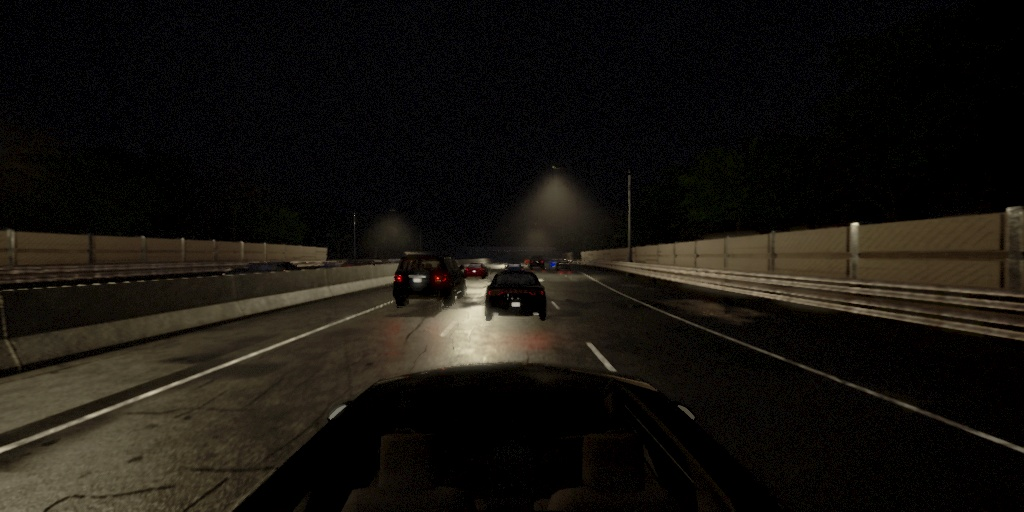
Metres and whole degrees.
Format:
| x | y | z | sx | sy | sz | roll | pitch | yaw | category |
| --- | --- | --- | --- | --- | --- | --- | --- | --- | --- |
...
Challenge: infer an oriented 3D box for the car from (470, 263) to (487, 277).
| x | y | z | sx | sy | sz | roll | pitch | yaw | category |
| --- | --- | --- | --- | --- | --- | --- | --- | --- | --- |
| -3.297 | 1.317 | 33.444 | 1.994 | 1.385 | 4.181 | 0 | 0 | 0 | car |

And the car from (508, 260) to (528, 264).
| x | y | z | sx | sy | sz | roll | pitch | yaw | category |
| --- | --- | --- | --- | --- | --- | --- | --- | --- | --- |
| 0.204 | 1.317 | 33.618 | 1.994 | 1.385 | 4.181 | 0 | 0 | 0 | car |

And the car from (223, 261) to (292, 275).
| x | y | z | sx | sy | sz | roll | pitch | yaw | category |
| --- | --- | --- | --- | --- | --- | --- | --- | --- | --- |
| -21.020 | 1.296 | 29.570 | 2.033 | 1.411 | 5.357 | 0 | 0 | 0 | car |

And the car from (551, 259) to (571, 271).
| x | y | z | sx | sy | sz | roll | pitch | yaw | category |
| --- | --- | --- | --- | --- | --- | --- | --- | --- | --- |
| 7.170 | 1.270 | 50.757 | 2.128 | 1.511 | 4.902 | 0 | 0 | 2 | car |

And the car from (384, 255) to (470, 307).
| x | y | z | sx | sy | sz | roll | pitch | yaw | category |
| --- | --- | --- | --- | --- | --- | --- | --- | --- | --- |
| -3.380 | 0.971 | 15.533 | 2.150 | 2.045 | 5.566 | 0 | 0 | 0 | car |

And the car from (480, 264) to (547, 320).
| x | y | z | sx | sy | sz | roll | pitch | yaw | category |
| --- | --- | --- | --- | --- | --- | --- | --- | --- | --- |
| 0.113 | 1.227 | 12.676 | 1.882 | 1.535 | 5.008 | 0 | 0 | 0 | car |

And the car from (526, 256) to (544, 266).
| x | y | z | sx | sy | sz | roll | pitch | yaw | category |
| --- | --- | --- | --- | --- | --- | --- | --- | --- | --- |
| 3.796 | 1.008 | 55.908 | 2.150 | 2.045 | 5.566 | 0 | 0 | 1 | car |

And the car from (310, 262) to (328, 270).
| x | y | z | sx | sy | sz | roll | pitch | yaw | category |
| --- | --- | --- | --- | --- | --- | --- | --- | --- | --- |
| -17.486 | 1.300 | 34.723 | 2.033 | 1.411 | 5.357 | 0 | 0 | 0 | car |

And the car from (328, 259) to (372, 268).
| x | y | z | sx | sy | sz | roll | pitch | yaw | category |
| --- | --- | --- | --- | --- | --- | --- | --- | --- | --- |
| -14.000 | 1.103 | 31.999 | 2.097 | 1.767 | 4.553 | 0 | 0 | 0 | car |

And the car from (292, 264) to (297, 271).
| x | y | z | sx | sy | sz | roll | pitch | yaw | category |
| --- | --- | --- | --- | --- | --- | --- | --- | --- | --- |
| -23.729 | 1.279 | 36.475 | 1.812 | 1.442 | 4.674 | 0 | 0 | -3 | car |

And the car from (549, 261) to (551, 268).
| x | y | z | sx | sy | sz | roll | pitch | yaw | category |
| --- | --- | --- | --- | --- | --- | --- | --- | --- | --- |
| 7.353 | 1.280 | 60.916 | 1.882 | 1.535 | 5.008 | 0 | 0 | 1 | car |
